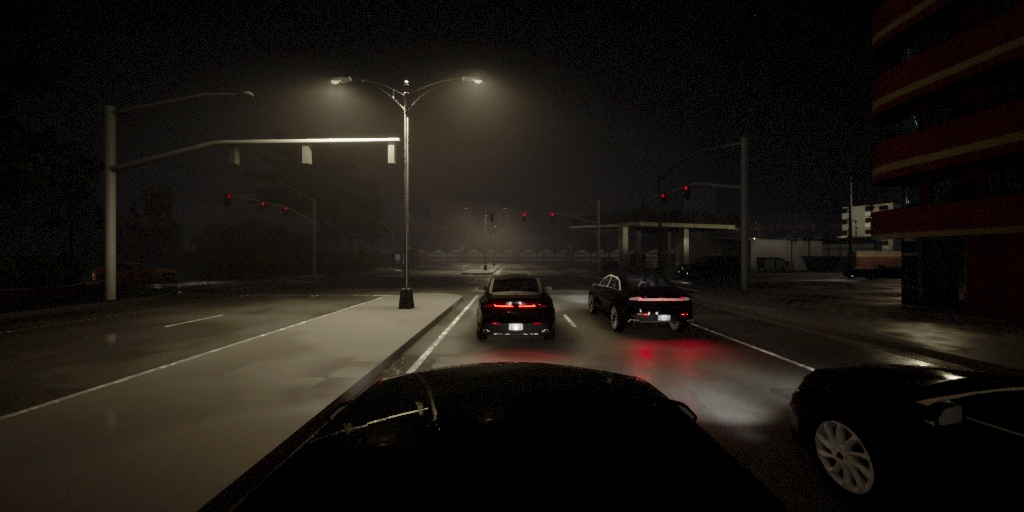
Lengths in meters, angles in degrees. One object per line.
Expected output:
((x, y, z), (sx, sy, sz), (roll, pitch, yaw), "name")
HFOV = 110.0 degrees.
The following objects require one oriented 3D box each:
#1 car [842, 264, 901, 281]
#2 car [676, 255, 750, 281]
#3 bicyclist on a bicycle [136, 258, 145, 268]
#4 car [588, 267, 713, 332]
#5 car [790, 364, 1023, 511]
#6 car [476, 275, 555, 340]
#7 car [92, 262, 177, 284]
((30.719, 1.350, 30.064), (4.718, 1.301, 1.895), (0, 0, -1), "car")
((16.637, 0.972, 29.864), (5.566, 2.045, 2.150), (0, 0, -1), "car")
((-38.222, 1.053, 36.751), (0.582, 1.620, 1.656), (0, 0, 0), "bicyclist on a bicycle")
((3.604, 1.242, 10.871), (2.128, 1.511, 4.902), (0, 0, 0), "car")
((3.600, 1.254, 1.464), (1.837, 1.490, 4.892), (0, 0, 0), "car")
((0.097, 1.255, 10.016), (1.837, 1.490, 4.892), (0, 0, 0), "car")
((-27.587, 1.228, 26.331), (5.008, 1.535, 1.882), (0, 0, 0), "car")
